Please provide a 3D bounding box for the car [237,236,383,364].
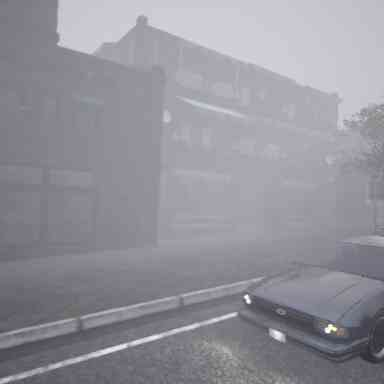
[{"bbox_3d":[3.321,1.555,6.054,5.357,1.411,2.033,0,0,-36],"label":"car"}]
